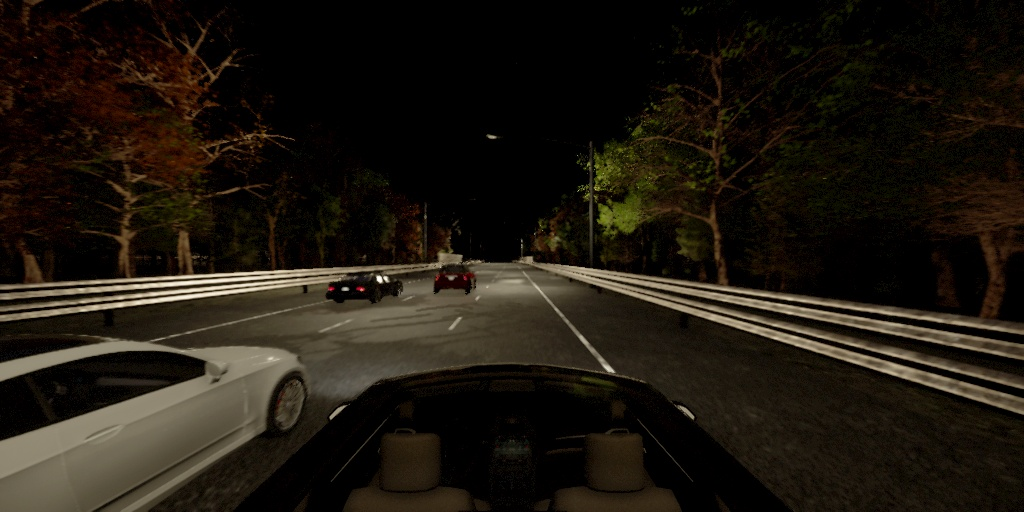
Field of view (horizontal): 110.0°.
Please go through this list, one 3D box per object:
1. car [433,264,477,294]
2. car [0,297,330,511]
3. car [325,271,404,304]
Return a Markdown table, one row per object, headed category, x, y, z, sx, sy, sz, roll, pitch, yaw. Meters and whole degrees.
| category | x | y | z | sx | sy | sz | roll | pitch | yaw |
| --- | --- | --- | --- | --- | --- | --- | --- | --- | --- |
| car | -3.394 | 1.289 | 22.159 | 2.097 | 1.767 | 4.553 | 0 | -1 | 0 |
| car | -3.400 | 1.283 | 2.504 | 1.812 | 1.442 | 4.674 | 0 | -1 | 0 |
| car | -6.895 | 1.441 | 17.344 | 2.033 | 1.411 | 5.357 | 0 | -1 | 0 |
